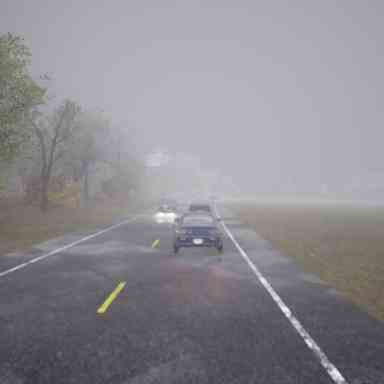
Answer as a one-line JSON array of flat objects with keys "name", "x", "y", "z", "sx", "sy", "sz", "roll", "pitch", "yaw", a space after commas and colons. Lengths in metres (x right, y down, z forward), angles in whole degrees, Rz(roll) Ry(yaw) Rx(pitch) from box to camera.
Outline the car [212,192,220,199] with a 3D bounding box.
[{"name": "car", "x": 6.903, "y": 0.987, "z": 95.074, "sx": 2.150, "sy": 2.045, "sz": 5.566, "roll": 0, "pitch": 0, "yaw": 7}]

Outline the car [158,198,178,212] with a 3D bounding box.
[{"name": "car", "x": -2.643, "y": 1.393, "z": 37.162, "sx": 2.128, "sy": 1.511, "sz": 4.902, "roll": 0, "pitch": 0, "yaw": 3}]

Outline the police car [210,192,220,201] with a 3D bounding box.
[{"name": "police car", "x": 5.139, "y": 1.178, "z": 79.305, "sx": 1.930, "sy": 1.638, "sz": 5.238, "roll": 0, "pitch": 0, "yaw": 6}]

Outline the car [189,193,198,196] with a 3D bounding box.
[{"name": "car", "x": 0.419, "y": 0.891, "z": 77.832, "sx": 2.097, "sy": 1.767, "sz": 4.553, "roll": 0, "pitch": 0, "yaw": 6}]

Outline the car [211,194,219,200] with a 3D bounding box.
[{"name": "car", "x": 6.198, "y": 1.230, "z": 89.105, "sx": 1.882, "sy": 1.535, "sz": 5.008, "roll": 0, "pitch": 0, "yaw": 7}]

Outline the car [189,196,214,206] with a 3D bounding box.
[{"name": "car", "x": 0.710, "y": 1.408, "z": 29.537, "sx": 1.882, "sy": 1.535, "sz": 5.008, "roll": 0, "pitch": 0, "yaw": 2}]

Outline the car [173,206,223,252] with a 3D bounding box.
[{"name": "car", "x": 0.252, "y": 1.514, "z": 13.695, "sx": 1.812, "sy": 1.442, "sz": 4.674, "roll": 0, "pitch": 0, "yaw": 1}]
